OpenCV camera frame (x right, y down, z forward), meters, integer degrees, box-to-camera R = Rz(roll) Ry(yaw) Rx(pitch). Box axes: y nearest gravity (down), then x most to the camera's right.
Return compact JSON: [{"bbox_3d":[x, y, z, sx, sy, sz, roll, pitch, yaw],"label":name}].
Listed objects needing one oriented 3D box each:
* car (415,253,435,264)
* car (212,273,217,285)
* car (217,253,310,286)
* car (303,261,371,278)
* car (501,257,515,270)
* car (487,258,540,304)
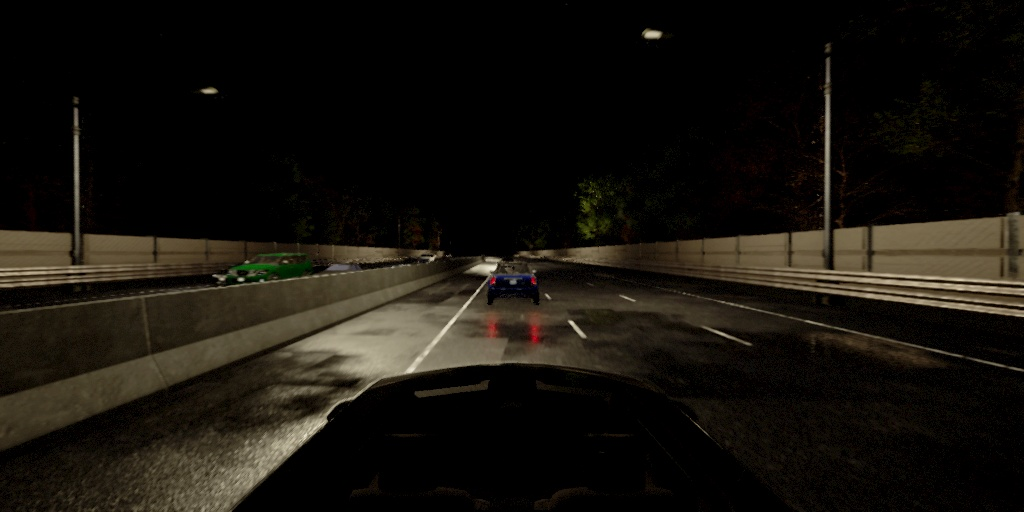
[{"bbox_3d":[-15.092,0.575,63.591,2.150,2.045,5.566,0,1,-2],"label":"car"},{"bbox_3d":[-17.735,1.141,24.207,1.812,1.442,4.674,0,0,-1],"label":"car"},{"bbox_3d":[-14.212,0.852,21.529,2.150,2.045,5.566,0,0,-1],"label":"car"},{"bbox_3d":[-10.729,1.167,23.005,2.033,1.411,5.357,0,0,-1],"label":"car"},{"bbox_3d":[-0.536,0.960,48.001,1.837,1.490,4.892,0,1,-1],"label":"car"},{"bbox_3d":[0.032,1.011,15.925,2.097,1.767,4.553,0,0,0],"label":"car"}]
